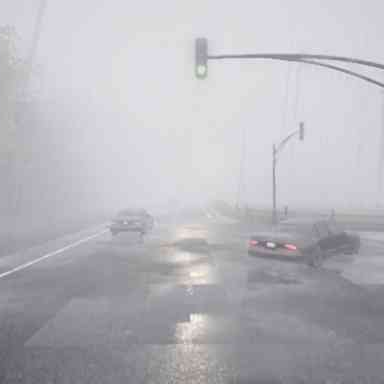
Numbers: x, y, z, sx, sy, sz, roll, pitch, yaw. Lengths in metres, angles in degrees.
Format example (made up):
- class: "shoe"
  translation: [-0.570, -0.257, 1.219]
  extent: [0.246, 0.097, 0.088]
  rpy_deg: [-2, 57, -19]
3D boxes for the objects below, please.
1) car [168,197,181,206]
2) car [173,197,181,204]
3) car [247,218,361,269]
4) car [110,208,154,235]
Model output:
- class: "car"
  translation: [-3.439, 1.744, 63.933]
  extent: [2.097, 1.767, 4.553]
  rpy_deg: [0, 0, 0]
- class: "car"
  translation: [-3.548, 1.984, 79.676]
  extent: [1.837, 1.490, 4.892]
  rpy_deg: [0, 0, 0]
- class: "car"
  translation: [4.100, 1.625, 11.620]
  extent: [2.033, 1.411, 5.357]
  rpy_deg: [-1, -1, 45]
- class: "car"
  translation: [-3.411, 1.672, 19.617]
  extent: [2.033, 1.411, 5.357]
  rpy_deg: [0, 0, 0]
